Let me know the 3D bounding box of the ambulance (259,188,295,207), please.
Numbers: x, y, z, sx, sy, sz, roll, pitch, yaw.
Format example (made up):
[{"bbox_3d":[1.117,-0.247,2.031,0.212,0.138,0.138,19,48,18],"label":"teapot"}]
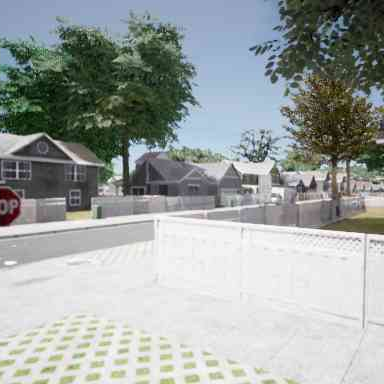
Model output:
[{"bbox_3d":[9.723,0.784,37.897,2.351,2.431,6.366,0,0,35],"label":"ambulance"}]
